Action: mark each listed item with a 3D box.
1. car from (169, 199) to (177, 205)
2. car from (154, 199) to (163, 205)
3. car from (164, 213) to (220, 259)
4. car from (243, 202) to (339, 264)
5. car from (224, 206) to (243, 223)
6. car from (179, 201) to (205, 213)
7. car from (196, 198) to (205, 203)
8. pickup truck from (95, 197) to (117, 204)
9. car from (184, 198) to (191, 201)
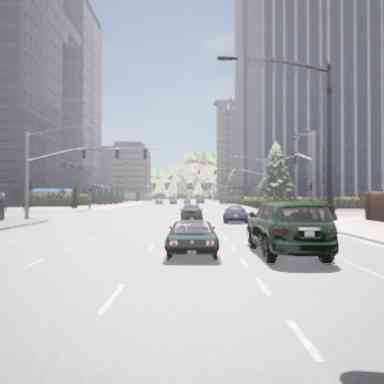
[{"bbox_3d":[-4.652,2.366,82.094,1.882,1.535,5.008,0,-1,-1],"label":"car"},{"bbox_3d":[-8.151,2.413,82.038,2.128,1.511,4.902,0,-1,-1],"label":"car"},{"bbox_3d":[0.017,1.746,13.234,1.895,1.301,4.718,0,-1,1],"label":"car"},{"bbox_3d":[3.509,1.362,12.560,2.150,2.045,5.566,0,0,0],"label":"car"},{"bbox_3d":[3.761,1.874,28.485,1.994,1.385,4.181,0,-1,8],"label":"car"},{"bbox_3d":[-0.063,1.817,28.512,1.837,1.490,4.892,0,0,-1],"label":"car"},{"bbox_3d":[2.237,2.313,89.146,2.097,1.767,4.553,0,-1,-1],"label":"car"},{"bbox_3d":[-21.301,1.965,83.699,2.390,2.098,6.274,0,-1,30],"label":"pickup truck"},{"bbox_3d":[-1.258,2.492,88.754,2.033,1.411,5.357,0,-1,-1],"label":"car"}]
